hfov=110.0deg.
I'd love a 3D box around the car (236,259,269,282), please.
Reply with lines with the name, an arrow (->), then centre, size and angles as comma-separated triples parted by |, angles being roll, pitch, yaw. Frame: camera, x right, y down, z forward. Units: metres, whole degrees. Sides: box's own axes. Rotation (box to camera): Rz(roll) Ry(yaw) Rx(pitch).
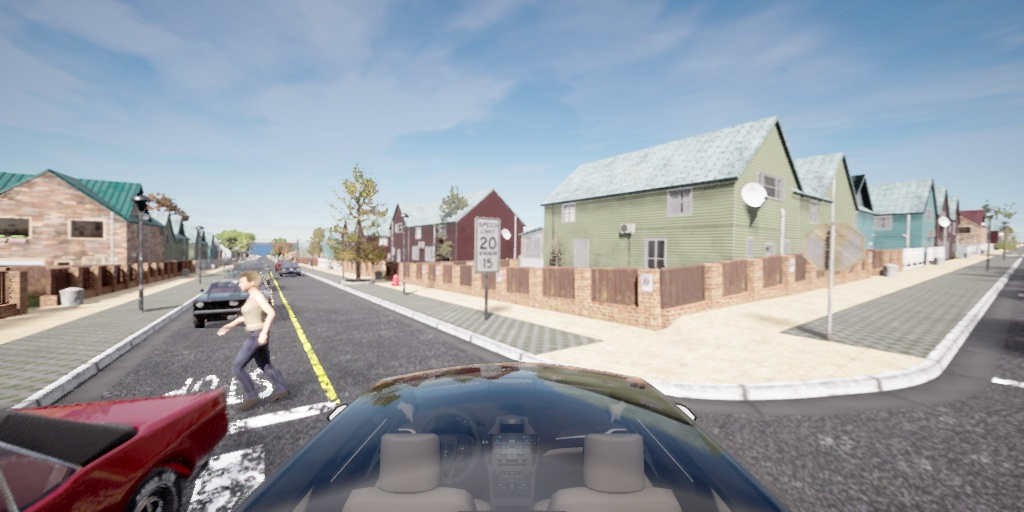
car -> -21.767, 1.166, 30.208 | 2.097, 1.767, 4.553 | 0, 0, -34

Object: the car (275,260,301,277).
car -> -22.847, 1.366, 36.871 | 2.033, 1.411, 5.357 | 0, 0, -35

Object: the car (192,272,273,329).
car -> -8.982, 1.390, 11.774 | 1.895, 1.301, 4.718 | 0, 0, -35

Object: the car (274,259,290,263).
car -> -29.271, 1.186, 46.095 | 2.097, 1.767, 4.553 | 0, 0, -34

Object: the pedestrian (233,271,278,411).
pedestrian -> -3.406, 1.075, 4.764 | 0.375, 1.860, 0.375 | -2, 3, -35

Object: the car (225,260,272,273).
car -> -15.569, 1.153, 21.251 | 2.097, 1.767, 4.553 | 0, 0, -35

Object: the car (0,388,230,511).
car -> -2.832, 1.371, 0.731 | 1.895, 1.301, 4.718 | -1, 0, -14
